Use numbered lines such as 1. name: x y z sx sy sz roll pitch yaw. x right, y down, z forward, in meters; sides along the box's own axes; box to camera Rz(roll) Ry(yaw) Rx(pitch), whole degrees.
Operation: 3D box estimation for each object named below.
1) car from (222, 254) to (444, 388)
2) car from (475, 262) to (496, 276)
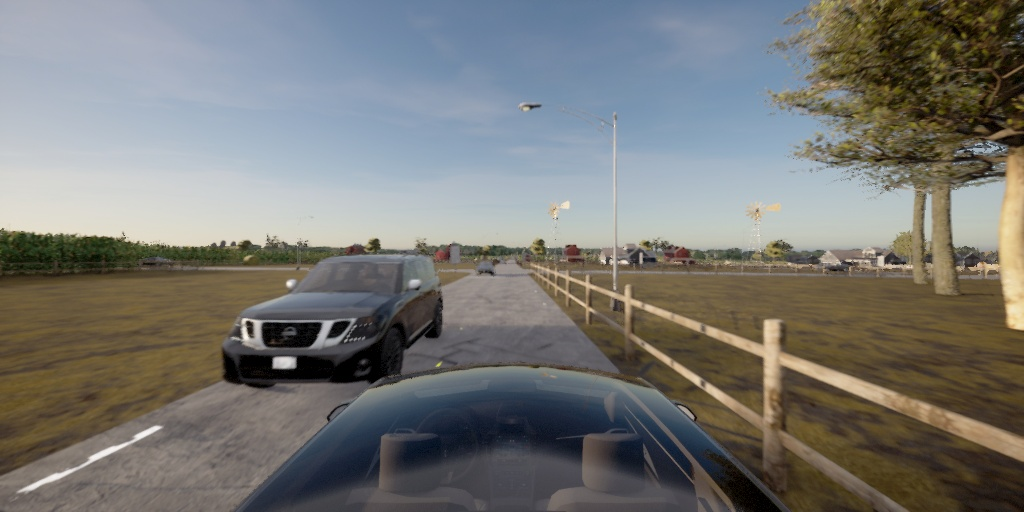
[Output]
1. car: -2.847 0.974 7.269 2.150 2.045 5.566 0 0 0
2. car: -2.818 1.377 38.794 1.837 1.490 4.892 0 -1 1
